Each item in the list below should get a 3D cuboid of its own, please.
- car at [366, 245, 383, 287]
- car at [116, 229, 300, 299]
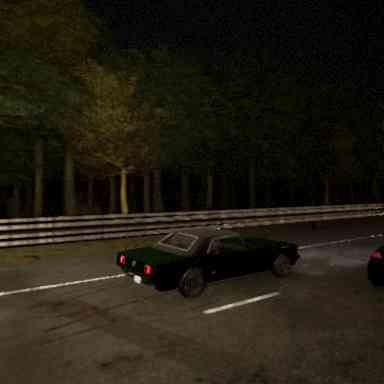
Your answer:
[{"bbox_3d":[6.122,1.565,8.115,4.181,1.385,1.994,0,0,-35],"label":"car"},{"bbox_3d":[0.623,1.602,8.490,4.718,1.301,1.895,0,0,-36],"label":"car"}]
